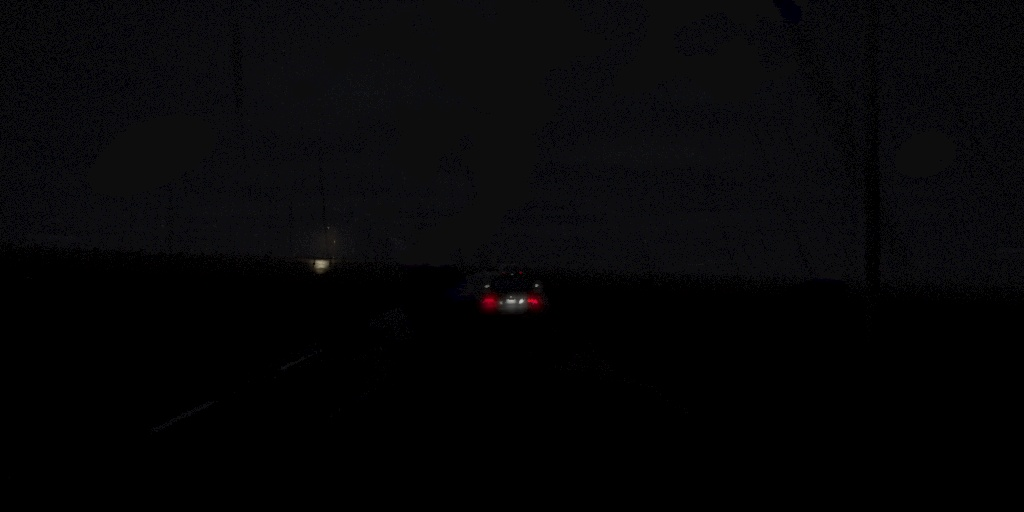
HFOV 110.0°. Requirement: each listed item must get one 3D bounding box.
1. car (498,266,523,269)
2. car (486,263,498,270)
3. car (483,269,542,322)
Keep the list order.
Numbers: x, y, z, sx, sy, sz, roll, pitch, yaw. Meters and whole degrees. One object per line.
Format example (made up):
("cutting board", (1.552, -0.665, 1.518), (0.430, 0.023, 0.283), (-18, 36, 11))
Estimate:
("car", (0.021, 1.533, 32.029), (1.994, 1.385, 4.181), (0, 0, 0))
("car", (-2.915, 1.705, 53.938), (2.033, 1.411, 5.357), (0, -1, 0))
("car", (0.026, 1.363, 12.617), (2.033, 1.411, 5.357), (0, 0, 0))
